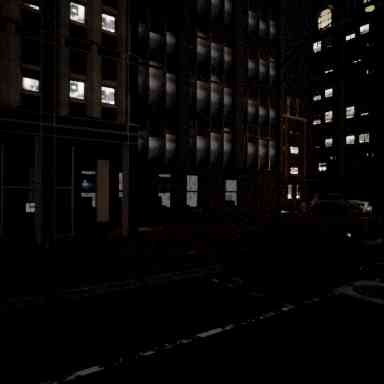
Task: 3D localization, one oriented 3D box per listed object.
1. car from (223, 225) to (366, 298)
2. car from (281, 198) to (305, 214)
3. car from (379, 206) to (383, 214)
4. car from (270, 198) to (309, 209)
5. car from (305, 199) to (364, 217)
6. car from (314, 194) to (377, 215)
[{"bbox_3d":[2.771,1.567,8.535,4.313,1.339,1.947,0,0,-36],"label":"car"},{"bbox_3d":[9.643,1.466,34.662,1.752,1.417,4.829,0,0,-36],"label":"car"},{"bbox_3d":[18.576,1.530,31.549,2.033,1.411,5.357,0,0,-31],"label":"car"},{"bbox_3d":[12.951,1.498,44.425,1.752,1.417,4.829,0,0,-36],"label":"car"},{"bbox_3d":[12.845,1.533,30.199,1.802,1.307,4.206,0,0,-36],"label":"car"},{"bbox_3d":[14.420,1.183,32.445,2.150,2.045,5.566,0,0,-36],"label":"car"}]
